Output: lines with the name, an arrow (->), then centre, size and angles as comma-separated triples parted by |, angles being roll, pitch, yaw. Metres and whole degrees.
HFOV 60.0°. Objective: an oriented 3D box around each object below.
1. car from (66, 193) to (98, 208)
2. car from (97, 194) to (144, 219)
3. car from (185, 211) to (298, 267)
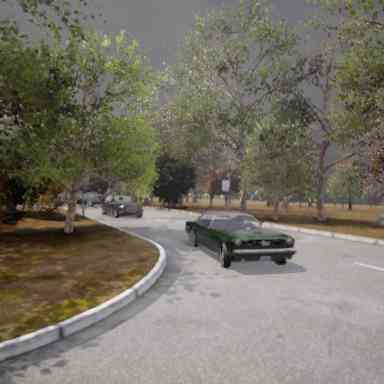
car -> -11.069, 0.798, 34.739 | 4.902, 1.511, 2.128 | 1, 0, 28
car -> -4.962, 0.984, 23.423 | 1.837, 1.490, 4.892 | 1, 0, -30
car -> 1.251, 1.316, 10.425 | 1.895, 1.301, 4.718 | 1, 1, -16
